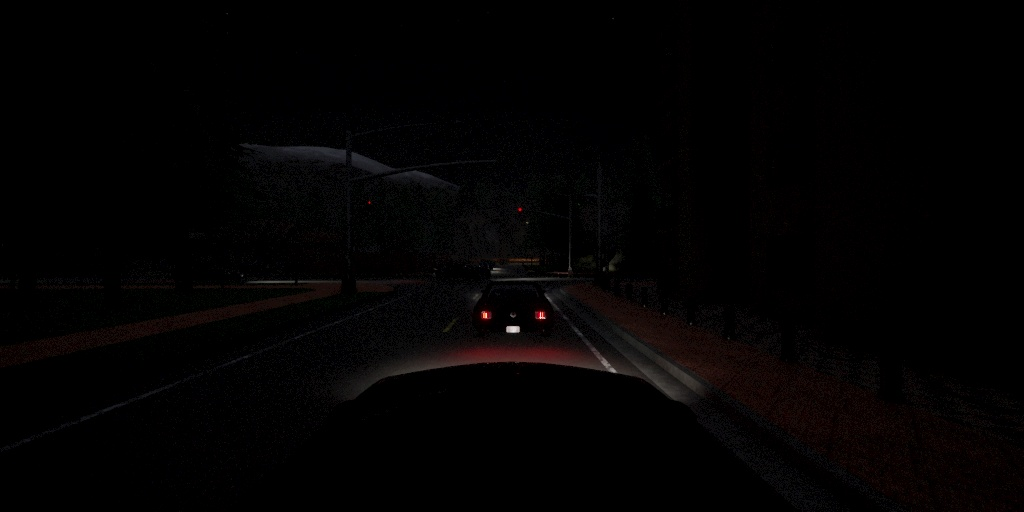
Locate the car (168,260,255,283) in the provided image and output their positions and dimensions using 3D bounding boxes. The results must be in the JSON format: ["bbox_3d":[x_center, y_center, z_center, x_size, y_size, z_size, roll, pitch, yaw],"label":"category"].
[{"bbox_3d":[-22.792,1.227,26.962,4.902,1.511,2.128,0,0,-1],"label":"car"}]

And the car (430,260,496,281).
[{"bbox_3d":[-4.190,1.234,29.371,4.902,1.511,2.128,0,0,-24],"label":"car"}]

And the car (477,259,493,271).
[{"bbox_3d":[-3.691,1.228,49.830,1.882,1.535,5.008,0,0,0],"label":"car"}]

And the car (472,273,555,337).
[{"bbox_3d":[0.042,1.351,10.230,1.895,1.301,4.718,0,0,0],"label":"car"}]

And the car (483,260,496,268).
[{"bbox_3d":[-3.710,1.314,59.810,1.994,1.385,4.181,0,0,0],"label":"car"}]
